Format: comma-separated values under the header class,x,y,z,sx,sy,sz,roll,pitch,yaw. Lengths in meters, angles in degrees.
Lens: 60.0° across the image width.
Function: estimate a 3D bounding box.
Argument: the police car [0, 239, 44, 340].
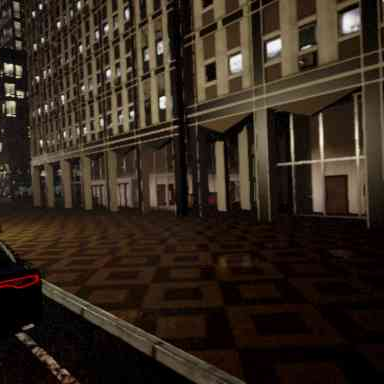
class,x,y,z,sx,sy,sz,roll,pitch,yaw
police car,-4.391,1.386,5.927,1.930,1.638,5.238,-4,2,-44
